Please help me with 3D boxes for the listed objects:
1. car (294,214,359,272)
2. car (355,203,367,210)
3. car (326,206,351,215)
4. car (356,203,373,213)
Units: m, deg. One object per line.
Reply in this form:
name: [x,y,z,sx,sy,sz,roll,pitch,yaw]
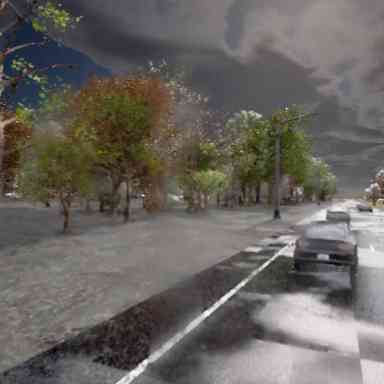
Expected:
car: [4.720,1.730,11.605,1.812,1.442,4.674,0,-1,25]
car: [33.556,2.838,66.054,1.895,1.301,4.718,0,-1,25]
car: [12.787,2.014,29.113,2.128,1.511,4.902,0,-1,25]
car: [28.193,2.591,54.178,1.994,1.385,4.181,0,-1,25]
